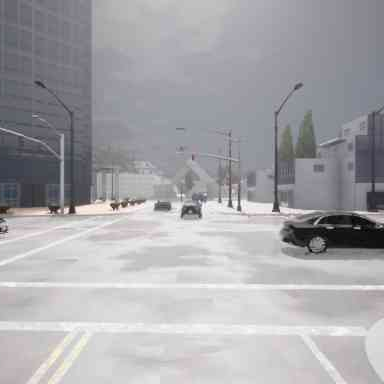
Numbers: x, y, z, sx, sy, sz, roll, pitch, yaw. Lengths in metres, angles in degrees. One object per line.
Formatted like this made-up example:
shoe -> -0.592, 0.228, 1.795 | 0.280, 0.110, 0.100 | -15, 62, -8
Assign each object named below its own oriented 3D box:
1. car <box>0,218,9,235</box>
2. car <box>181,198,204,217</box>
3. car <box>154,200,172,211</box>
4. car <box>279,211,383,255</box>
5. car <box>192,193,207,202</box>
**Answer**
car -> -11.562, 1.553, 16.170 | 4.902, 1.511, 2.128 | -1, 0, -1
car -> -0.051, 1.537, 30.931 | 1.812, 1.442, 4.674 | 0, 0, 2
car -> -3.615, 1.601, 41.563 | 1.895, 1.301, 4.718 | 0, 0, 0
car -> 5.862, 1.504, 12.773 | 4.892, 1.490, 1.837 | 0, 0, 0
car -> 1.517, 1.221, 69.570 | 2.150, 2.045, 5.566 | 0, 0, 15
